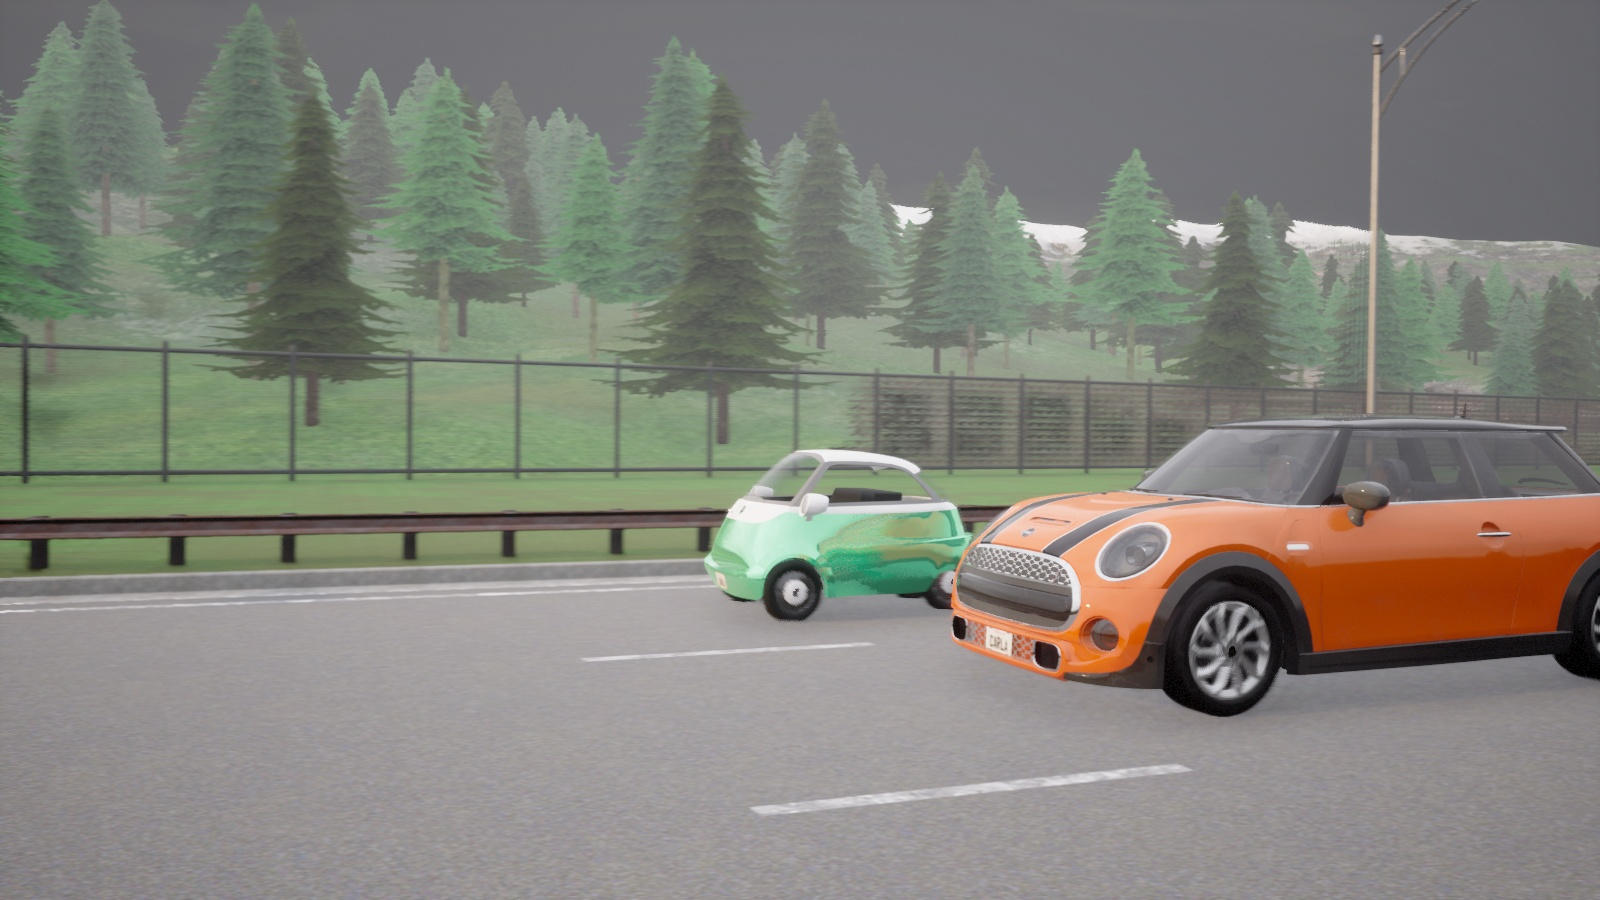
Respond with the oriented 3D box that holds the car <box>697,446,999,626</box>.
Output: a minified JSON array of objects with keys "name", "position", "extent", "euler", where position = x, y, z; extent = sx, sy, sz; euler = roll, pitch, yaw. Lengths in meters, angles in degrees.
[{"name":"car","position":[0.384,0.670,10.872],"extent":[2.207,1.376,1.481],"euler":[0,1,-21]}]

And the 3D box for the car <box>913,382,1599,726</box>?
[{"name":"car","position":[3.261,0.485,8.219],"extent":[4.553,1.767,2.097],"euler":[-1,1,-21]}]
